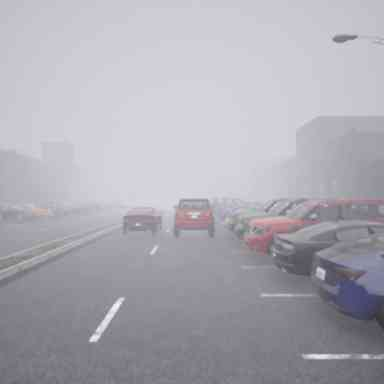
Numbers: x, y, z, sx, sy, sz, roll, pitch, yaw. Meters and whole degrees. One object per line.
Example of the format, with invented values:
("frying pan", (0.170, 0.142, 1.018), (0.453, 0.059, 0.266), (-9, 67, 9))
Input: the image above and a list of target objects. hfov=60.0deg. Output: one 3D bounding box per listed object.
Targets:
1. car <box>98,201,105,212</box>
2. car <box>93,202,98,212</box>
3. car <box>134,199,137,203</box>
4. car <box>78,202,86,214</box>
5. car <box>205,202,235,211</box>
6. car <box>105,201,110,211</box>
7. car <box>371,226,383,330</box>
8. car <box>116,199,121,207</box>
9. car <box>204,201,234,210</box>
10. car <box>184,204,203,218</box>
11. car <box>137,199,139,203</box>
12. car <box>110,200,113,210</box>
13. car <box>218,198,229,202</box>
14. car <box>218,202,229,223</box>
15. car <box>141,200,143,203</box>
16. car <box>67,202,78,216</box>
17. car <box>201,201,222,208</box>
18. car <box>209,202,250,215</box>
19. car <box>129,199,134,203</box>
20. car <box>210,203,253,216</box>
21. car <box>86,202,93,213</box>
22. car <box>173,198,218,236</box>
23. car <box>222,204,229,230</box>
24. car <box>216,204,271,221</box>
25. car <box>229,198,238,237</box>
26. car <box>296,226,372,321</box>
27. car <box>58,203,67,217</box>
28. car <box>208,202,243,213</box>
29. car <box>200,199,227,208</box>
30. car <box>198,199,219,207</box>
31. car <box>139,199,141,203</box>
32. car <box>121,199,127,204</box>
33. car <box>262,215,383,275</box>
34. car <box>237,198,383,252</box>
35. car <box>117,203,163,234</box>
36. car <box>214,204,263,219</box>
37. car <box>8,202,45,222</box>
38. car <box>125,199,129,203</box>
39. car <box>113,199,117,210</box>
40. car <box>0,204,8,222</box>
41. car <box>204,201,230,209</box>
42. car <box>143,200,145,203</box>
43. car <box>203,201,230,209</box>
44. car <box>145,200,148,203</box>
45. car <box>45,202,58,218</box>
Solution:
("car", (-15.715, 2.179, 48.039), (5.008, 1.535, 2.097), (0, -1, 0))
("car", (-15.757, 2.145, 45.135), (4.792, 1.488, 2.163), (0, -1, 0))
("car", (-15.627, 2.864, 75.822), (4.792, 1.488, 2.163), (0, -1, 0))
("car", (-15.746, 1.997, 39.578), (5.008, 1.535, 2.097), (0, -1, 0))
("car", (4.635, 2.372, 55.647), (4.792, 1.488, 2.163), (0, -1, 0))
("car", (-15.721, 2.241, 50.818), (4.892, 1.521, 2.231), (0, -1, 0))
("car", (4.673, 1.357, 3.286), (4.553, 1.767, 2.185), (0, 0, 0))
("car", (-15.702, 2.428, 59.028), (4.892, 1.521, 2.231), (0, -1, 0))
("car", (4.852, 2.468, 61.167), (5.366, 1.575, 1.946), (0, -1, 0))
("car", (0.116, 2.018, 36.596), (1.994, 1.385, 4.181), (0, -1, 0))
("car", (-15.620, 2.935, 78.599), (4.792, 1.488, 2.163), (0, -1, 0))
("car", (-15.706, 2.340, 53.470), (4.674, 1.452, 2.002), (0, -1, 0))
("car", (4.684, 1.642, 28.084), (4.553, 1.767, 2.185), (0, -1, 0))
("car", (4.646, 1.714, 25.325), (5.008, 1.535, 2.097), (0, -1, 0))
("car", (-15.665, 3.078, 84.155), (4.792, 1.488, 2.163), (0, -1, 0))
("car", (-15.718, 1.970, 36.800), (4.792, 1.488, 2.163), (0, -1, 0))
("car", (4.632, 2.963, 80.459), (5.008, 1.535, 2.097), (0, -2, 0))
("car", (4.653, 2.041, 41.865), (5.008, 1.535, 2.097), (0, -1, 0))
("car", (-15.697, 2.445, 70.270), (5.566, 2.045, 2.435), (0, -1, 0))
("car", (4.628, 2.014, 39.110), (4.792, 1.488, 2.163), (0, -1, 0))
("car", (-15.728, 2.058, 42.358), (4.892, 1.521, 2.231), (0, -1, 0))
("car", (0.109, 1.351, 19.200), (2.150, 2.045, 5.566), (0, -1, 0))
("car", (4.648, 1.705, 22.570), (4.674, 1.452, 2.002), (0, -1, 0))
("car", (4.683, 1.851, 30.838), (4.792, 1.488, 2.163), (0, -1, 0))
("car", (4.618, 1.295, 14.307), (5.566, 2.045, 2.435), (0, -1, 0))
("car", (4.672, 1.521, 6.043), (4.792, 1.488, 2.163), (0, 0, 0))
("car", (-15.726, 1.758, 34.032), (4.553, 1.767, 2.185), (0, -1, 0))
("car", (4.690, 2.187, 47.377), (4.792, 1.488, 2.163), (0, -1, 0))
("car", (4.621, 2.494, 72.196), (5.566, 2.045, 2.435), (0, -1, 0))
("car", (4.592, 3.012, 91.492), (5.566, 2.045, 2.435), (0, -2, 0))
("car", (-15.828, 2.974, 81.379), (5.366, 1.575, 1.946), (0, -1, 0))
("car", (-15.679, 2.598, 64.582), (4.674, 1.452, 2.002), (0, -1, 0))
("car", (4.639, 1.501, 8.795), (5.008, 1.535, 2.097), (0, 0, 0))
("car", (4.617, 1.272, 11.554), (5.566, 2.045, 2.435), (0, 0, 0))
("car", (-2.891, 1.623, 20.200), (1.882, 1.535, 5.008), (0, -1, 0))
("car", (4.653, 1.915, 33.595), (4.674, 1.452, 2.002), (0, -1, 0))
("car", (-15.773, 1.775, 28.590), (4.892, 1.521, 2.231), (0, -1, 0))
("car", (-15.707, 2.502, 67.456), (4.553, 1.767, 2.185), (0, -1, 0))
("car", (-15.731, 2.393, 56.249), (4.792, 1.488, 2.163), (0, -1, 0))
("car", (-15.749, 1.538, 22.913), (4.553, 1.767, 2.185), (0, -1, 0))
("car", (4.691, 2.568, 63.921), (4.792, 1.488, 2.163), (0, -1, 0))
("car", (-15.635, 3.117, 86.810), (5.008, 1.535, 2.097), (0, -1, 0))
("car", (4.844, 2.603, 66.680), (5.366, 1.575, 1.946), (0, -1, 0))
("car", (-15.632, 3.264, 92.484), (5.008, 1.535, 2.097), (0, -1, 0))
("car", (-15.945, 1.826, 31.369), (5.366, 1.575, 1.946), (0, -1, 0))
